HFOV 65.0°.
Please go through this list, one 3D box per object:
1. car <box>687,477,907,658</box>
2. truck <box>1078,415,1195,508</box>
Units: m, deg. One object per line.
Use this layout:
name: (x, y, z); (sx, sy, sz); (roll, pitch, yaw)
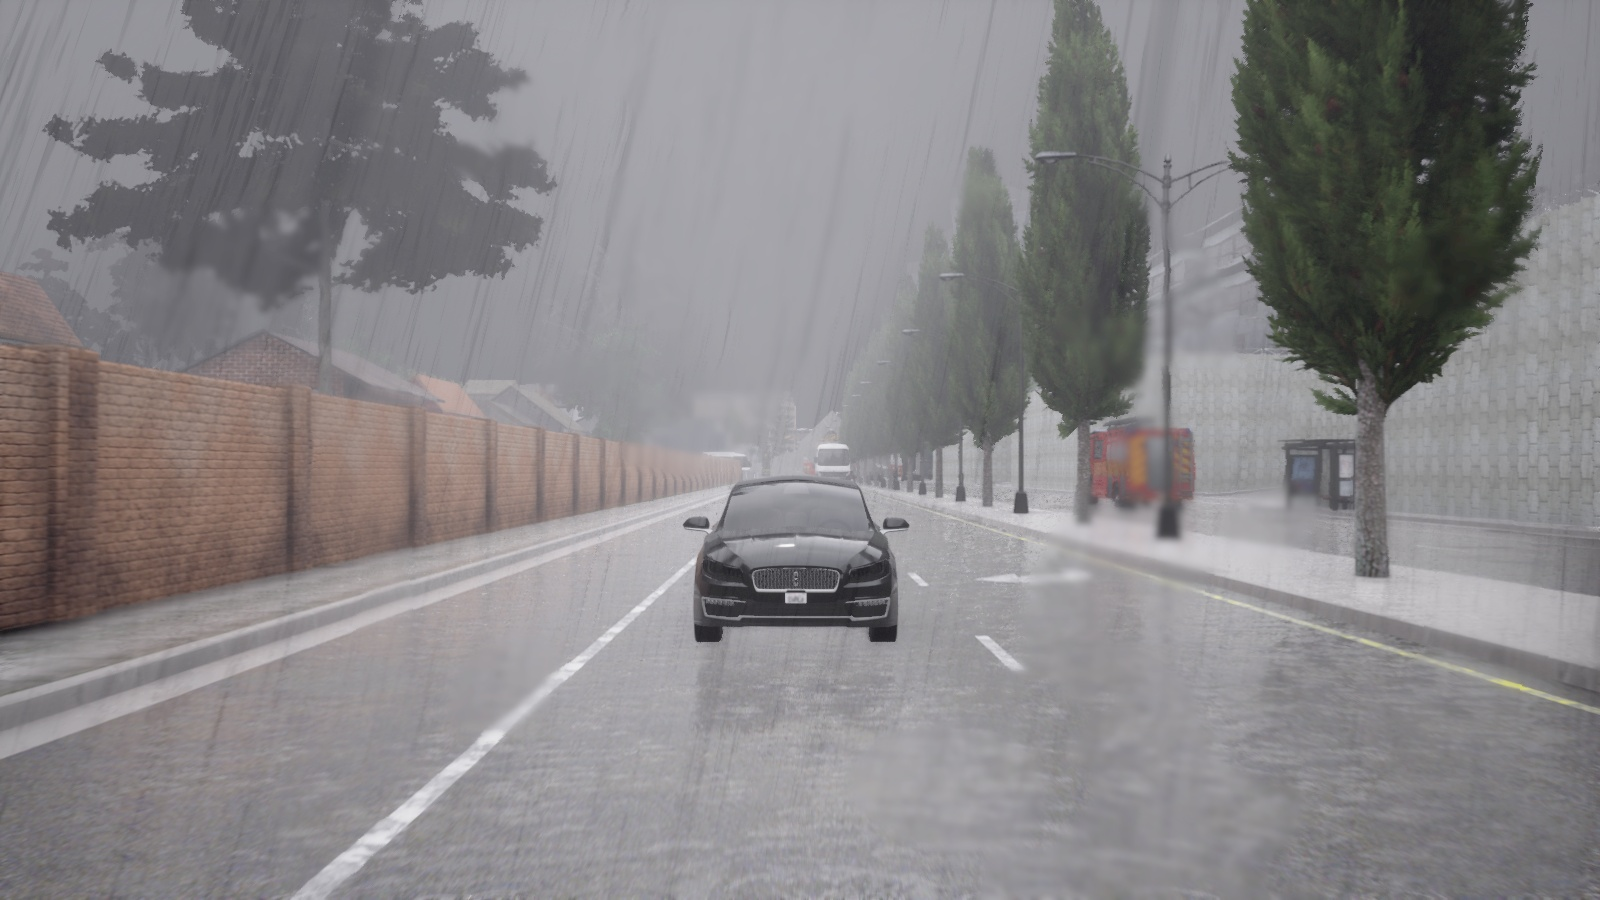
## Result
car: (-0.032, 1.037, 12.987); (1.837, 1.490, 4.892); (0, -1, 0)
truck: (14.859, 0.530, 56.168); (2.891, 3.827, 8.468); (0, -1, 0)
